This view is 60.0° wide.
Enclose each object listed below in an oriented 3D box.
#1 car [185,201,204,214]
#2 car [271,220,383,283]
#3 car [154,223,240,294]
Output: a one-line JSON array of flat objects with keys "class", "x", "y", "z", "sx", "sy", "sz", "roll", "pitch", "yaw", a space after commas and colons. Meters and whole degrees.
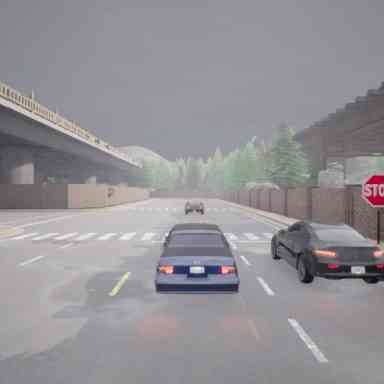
[{"class": "car", "x": 0.260, "y": 1.600, "z": 35.323, "sx": 1.895, "sy": 1.301, "sz": 4.718, "roll": 0, "pitch": 0, "yaw": 0}, {"class": "car", "x": 3.600, "y": 1.526, "z": 9.505, "sx": 1.812, "sy": 1.442, "sz": 4.674, "roll": 0, "pitch": 0, "yaw": 0}, {"class": "car", "x": 0.099, "y": 1.547, "z": 8.908, "sx": 2.033, "sy": 1.411, "sz": 5.357, "roll": 0, "pitch": 0, "yaw": 0}]
